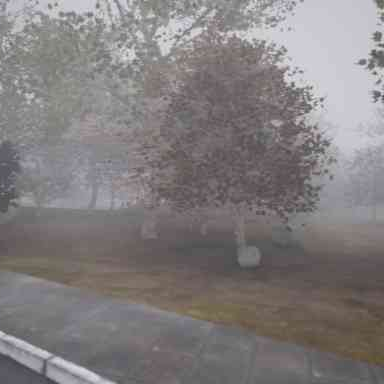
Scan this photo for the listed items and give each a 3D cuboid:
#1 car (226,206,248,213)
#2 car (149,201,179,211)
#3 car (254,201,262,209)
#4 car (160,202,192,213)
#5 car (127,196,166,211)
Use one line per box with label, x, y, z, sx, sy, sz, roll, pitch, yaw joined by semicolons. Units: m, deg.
car;8.558;3.170;62.215;5.008;1.535;1.882;3;0;-43
car;-4.545;2.307;54.193;4.674;1.442;1.812;5;-2;-43
car;16.841;3.422;85.521;5.566;2.045;2.435;3;0;-43
car;-2.463;2.401;51.830;4.892;1.490;1.837;5;-1;-43
car;-6.630;1.695;47.742;5.566;2.045;2.150;6;-2;-43
